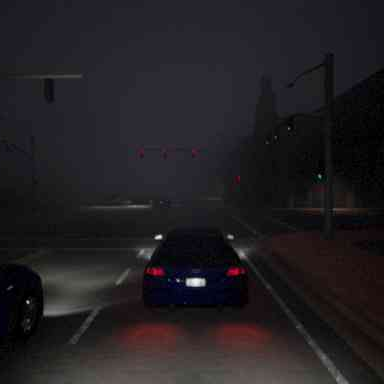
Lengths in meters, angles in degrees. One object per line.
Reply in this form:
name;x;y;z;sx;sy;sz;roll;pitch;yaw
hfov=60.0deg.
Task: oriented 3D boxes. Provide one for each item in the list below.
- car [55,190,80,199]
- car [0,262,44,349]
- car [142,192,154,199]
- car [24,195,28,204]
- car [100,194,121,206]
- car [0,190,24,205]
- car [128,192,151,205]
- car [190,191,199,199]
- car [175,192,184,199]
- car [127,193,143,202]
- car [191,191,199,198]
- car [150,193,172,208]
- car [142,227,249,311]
car;-24.937;0.495;65.654;3.866;1.878;1.905;0;1;0
car;-3.442;1.315;3.533;2.097;1.767;4.553;0;1;0
car;-9.858;0.706;74.961;2.128;1.511;4.902;0;1;2
car;-24.912;0.692;46.031;3.866;1.878;1.905;0;1;0
car;-10.714;1.061;44.062;1.837;1.490;4.892;0;1;1
car;-24.969;0.719;43.137;4.605;1.855;1.932;0;1;0
car;-7.169;1.099;46.096;1.994;1.385;4.181;0;1;2
car;0.584;0.803;72.629;2.033;1.411;5.357;0;1;2
car;-2.827;0.734;76.071;1.837;1.490;4.892;0;1;2
car;-10.296;0.958;60.176;1.994;1.385;4.181;0;1;2
car;0.864;0.557;83.272;1.882;1.535;5.008;0;1;2
car;-3.561;1.155;40.501;1.994;1.385;4.181;0;1;0
car;0.066;1.485;7.673;1.994;1.385;4.181;0;1;0
